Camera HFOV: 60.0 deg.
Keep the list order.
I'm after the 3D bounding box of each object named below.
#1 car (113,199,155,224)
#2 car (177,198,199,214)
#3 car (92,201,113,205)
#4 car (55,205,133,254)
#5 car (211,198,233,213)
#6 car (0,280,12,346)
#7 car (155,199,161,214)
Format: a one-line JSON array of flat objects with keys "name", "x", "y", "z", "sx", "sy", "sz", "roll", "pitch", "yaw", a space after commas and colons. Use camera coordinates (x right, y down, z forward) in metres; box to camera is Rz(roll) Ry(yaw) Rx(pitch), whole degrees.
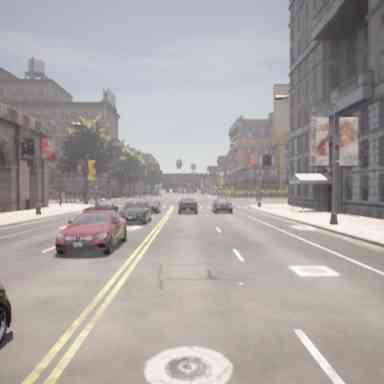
[{"name": "car", "x": -3.912, "y": 1.374, "z": 23.250, "sx": 1.837, "sy": 1.490, "sz": 4.892, "roll": 0, "pitch": 0, "yaw": -1}, {"name": "car", "x": -0.406, "y": 1.321, "z": 32.624, "sx": 1.837, "sy": 1.490, "sz": 4.892, "roll": 0, "pitch": 0, "yaw": -1}, {"name": "car", "x": -7.371, "y": 1.461, "z": 27.207, "sx": 1.895, "sy": 1.301, "sz": 4.718, "roll": 0, "pitch": 0, "yaw": -1}, {"name": "car", "x": -3.767, "y": 1.451, "z": 13.206, "sx": 1.812, "sy": 1.442, "sz": 4.674, "roll": 0, "pitch": 0, "yaw": -1}, {"name": "car", "x": 3.020, "y": 1.357, "z": 33.738, "sx": 2.033, "sy": 1.411, "sz": 5.357, "roll": 0, "pitch": 0, "yaw": -1}, {"name": "car", "x": -3.630, "y": 1.546, "z": 3.204, "sx": 1.994, "sy": 1.385, "sz": 4.181, "roll": 0, "pitch": 0, "yaw": -1}, {"name": "car", "x": -4.072, "y": 1.361, "z": 33.073, "sx": 2.033, "sy": 1.411, "sz": 5.357, "roll": 0, "pitch": 0, "yaw": -1}]
